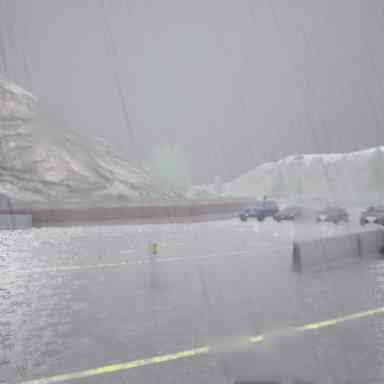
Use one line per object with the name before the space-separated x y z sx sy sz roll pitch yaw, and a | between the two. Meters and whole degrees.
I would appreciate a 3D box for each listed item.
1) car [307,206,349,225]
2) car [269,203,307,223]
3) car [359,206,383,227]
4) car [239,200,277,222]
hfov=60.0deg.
car | 12.187 1.970 28.915 2.128 1.511 4.902 -1 -2 40
car | 9.461 2.063 31.128 1.837 1.490 4.892 -2 -3 40
car | 14.913 1.915 26.718 2.128 1.511 4.902 -1 -1 40
car | 6.911 1.851 33.520 2.150 2.045 5.566 -2 -2 39
